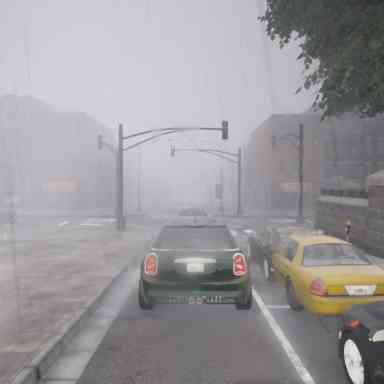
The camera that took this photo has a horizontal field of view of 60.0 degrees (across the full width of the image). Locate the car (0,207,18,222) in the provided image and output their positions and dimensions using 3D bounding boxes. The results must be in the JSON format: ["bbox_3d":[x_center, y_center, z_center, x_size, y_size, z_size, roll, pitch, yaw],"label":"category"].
[{"bbox_3d":[-14.727,1.425,23.071,4.892,1.490,1.837,1,1,0],"label":"car"}]

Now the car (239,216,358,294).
[{"bbox_3d":[2.664,1.548,9.571,2.008,1.369,4.403,-1,0,0],"label":"car"}]

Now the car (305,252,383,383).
[{"bbox_3d":[2.625,1.550,2.435,2.008,1.369,4.403,-1,0,0],"label":"car"}]

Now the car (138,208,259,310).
[{"bbox_3d":[0.076,1.349,7.978,2.097,1.767,4.553,0,0,0],"label":"car"}]

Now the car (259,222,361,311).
[{"bbox_3d":[2.685,1.523,7.597,1.752,1.417,4.829,-1,0,0],"label":"car"}]

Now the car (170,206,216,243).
[{"bbox_3d":[0.035,1.555,17.412,2.033,1.411,5.357,0,0,0],"label":"car"}]
